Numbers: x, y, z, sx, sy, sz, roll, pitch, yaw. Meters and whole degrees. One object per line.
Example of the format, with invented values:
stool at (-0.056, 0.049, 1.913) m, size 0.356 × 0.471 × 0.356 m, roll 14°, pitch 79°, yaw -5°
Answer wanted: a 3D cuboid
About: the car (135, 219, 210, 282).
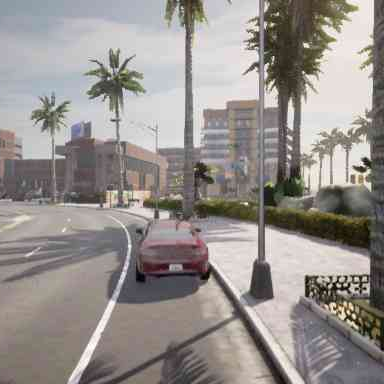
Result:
car at (-0.649, 1.515, 9.663) m, size 1.812 × 1.442 × 4.674 m, roll 0°, pitch 0°, yaw -7°
